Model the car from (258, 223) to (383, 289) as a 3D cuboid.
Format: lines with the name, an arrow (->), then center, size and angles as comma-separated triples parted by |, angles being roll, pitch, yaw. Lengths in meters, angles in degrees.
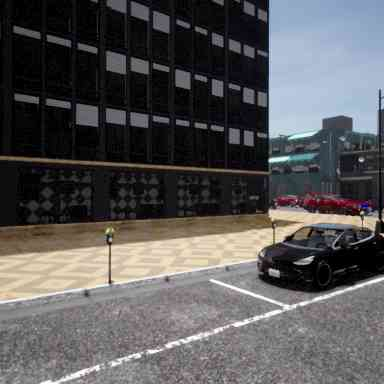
car -> 3.743, 1.566, 9.222 | 4.313, 1.339, 1.947 | 0, 0, -35

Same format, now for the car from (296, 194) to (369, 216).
car -> 12.272, 1.101, 29.376 | 2.192, 1.841, 5.009 | 1, 0, -36

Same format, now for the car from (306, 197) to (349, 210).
car -> 15.740, 1.341, 38.805 | 1.802, 1.307, 4.206 | 1, 0, -36

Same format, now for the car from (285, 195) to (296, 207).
car -> 12.459, 1.130, 43.278 | 1.967, 1.590, 4.097 | 1, 0, -36

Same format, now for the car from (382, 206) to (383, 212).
car -> 19.022, 1.372, 34.336 | 1.887, 1.381, 4.507 | 1, 0, -36

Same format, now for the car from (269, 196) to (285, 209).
car -> 8.097, 1.173, 39.422 | 1.837, 1.490, 4.892 | 0, 1, -36

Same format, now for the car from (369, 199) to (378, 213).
car -> 14.236, 1.322, 31.052 | 1.812, 1.442, 4.674 | 0, 1, -38
